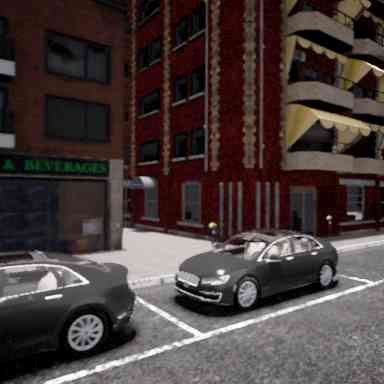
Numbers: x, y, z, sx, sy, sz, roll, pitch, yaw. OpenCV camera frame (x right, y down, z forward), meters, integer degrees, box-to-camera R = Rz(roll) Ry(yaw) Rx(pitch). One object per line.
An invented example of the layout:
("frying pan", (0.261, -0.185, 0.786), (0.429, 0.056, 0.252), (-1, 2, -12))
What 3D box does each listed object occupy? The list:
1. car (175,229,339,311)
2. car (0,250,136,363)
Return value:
("car", (1.671, 1.593, 7.753), (4.403, 1.369, 2.008), (1, 0, -36))
("car", (-2.928, 1.552, 4.474), (4.403, 1.369, 2.008), (1, 0, -36))
